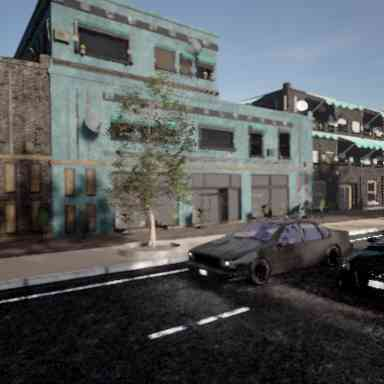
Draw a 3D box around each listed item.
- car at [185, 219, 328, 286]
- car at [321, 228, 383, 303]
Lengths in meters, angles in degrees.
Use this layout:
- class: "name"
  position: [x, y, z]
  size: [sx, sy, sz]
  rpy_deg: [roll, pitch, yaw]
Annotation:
- class: "car"
  position: [2.430, 1.487, 9.414]
  size: [5.357, 1.411, 2.033]
  rpy_deg: [-1, 0, -36]
- class: "car"
  position: [5.003, 1.497, 7.257]
  size: [4.181, 1.385, 1.994]
  rpy_deg: [-1, 0, -36]
